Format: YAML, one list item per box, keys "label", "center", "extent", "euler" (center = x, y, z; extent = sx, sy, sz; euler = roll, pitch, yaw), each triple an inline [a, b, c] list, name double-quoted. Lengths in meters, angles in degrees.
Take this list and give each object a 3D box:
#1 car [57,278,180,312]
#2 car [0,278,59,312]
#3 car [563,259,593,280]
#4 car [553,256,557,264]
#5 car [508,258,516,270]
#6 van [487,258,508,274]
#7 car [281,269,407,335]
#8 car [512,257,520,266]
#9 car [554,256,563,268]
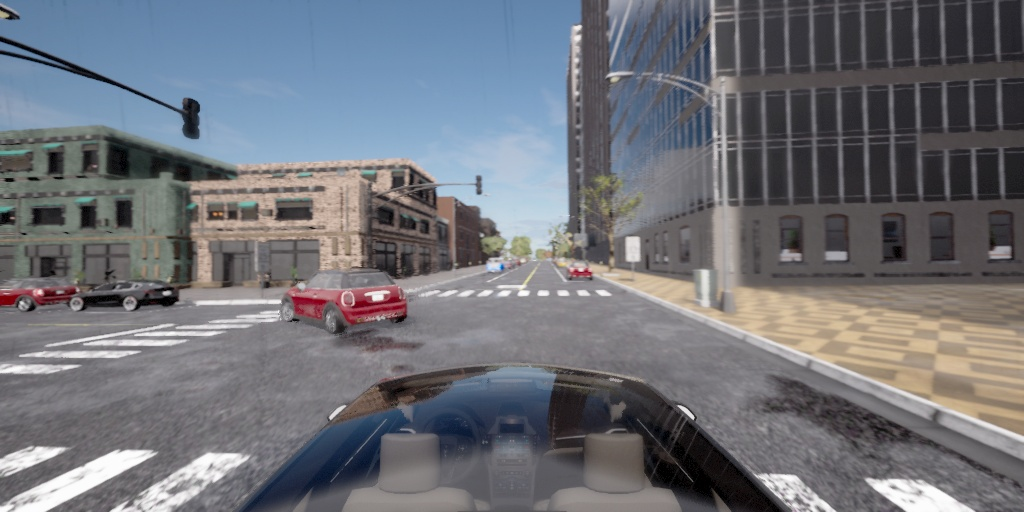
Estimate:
- label: "car"
  center: [-17.892, 1.788, 16.694]
  extent: [4.313, 1.339, 1.948]
  euler: [0, 0, 6]
- label: "car"
  center: [-23.408, 1.789, 17.278]
  extent: [4.097, 1.591, 1.967]
  euler: [0, 0, 6]
- label: "car"
  center: [5.487, 1.109, 29.461]
  extent: [1.967, 1.591, 4.097]
  euler: [0, 0, 5]
- label: "car"
  center: [8.574, 1.147, 62.698]
  extent: [1.751, 1.417, 4.829]
  euler: [0, 0, 5]
- label: "car"
  center: [-0.809, 1.331, 52.294]
  extent: [1.802, 1.307, 4.207]
  euler: [0, 0, 5]
- label: "van"
  center: [-1.833, 1.106, 41.273]
  extent: [1.690, 1.789, 3.998]
  euler: [0, 0, 5]
- label: "car"
  center: [-5.278, 1.173, 11.066]
  extent: [4.553, 1.767, 2.097]
  euler: [-1, 1, 39]
- label: "car"
  center: [-0.297, 1.307, 57.805]
  extent: [1.948, 1.339, 4.313]
  euler: [0, 0, 5]
- label: "car"
  center: [8.062, 1.155, 57.187]
  extent: [1.751, 1.417, 4.829]
  euler: [0, 0, 5]
